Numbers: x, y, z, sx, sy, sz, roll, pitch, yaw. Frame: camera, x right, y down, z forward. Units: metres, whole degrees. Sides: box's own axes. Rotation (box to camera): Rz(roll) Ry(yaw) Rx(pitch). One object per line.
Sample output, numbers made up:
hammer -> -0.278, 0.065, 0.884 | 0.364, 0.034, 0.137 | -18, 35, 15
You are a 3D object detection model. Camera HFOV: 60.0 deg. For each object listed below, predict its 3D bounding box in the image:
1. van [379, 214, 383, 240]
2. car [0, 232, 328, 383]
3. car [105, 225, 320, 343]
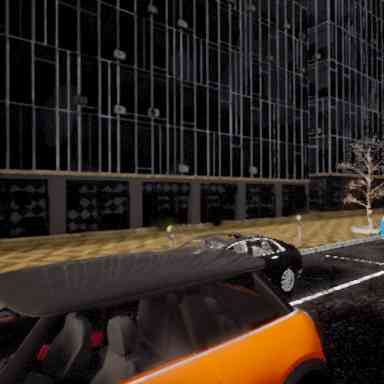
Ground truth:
van -> 9.587, 1.354, 14.190 | 3.998, 1.788, 1.690 | 0, 0, -38
car -> -0.982, 1.377, 2.499 | 4.553, 1.767, 2.097 | 0, 0, -38
car -> 0.624, 1.594, 7.170 | 4.403, 1.369, 2.008 | 0, 0, -38
